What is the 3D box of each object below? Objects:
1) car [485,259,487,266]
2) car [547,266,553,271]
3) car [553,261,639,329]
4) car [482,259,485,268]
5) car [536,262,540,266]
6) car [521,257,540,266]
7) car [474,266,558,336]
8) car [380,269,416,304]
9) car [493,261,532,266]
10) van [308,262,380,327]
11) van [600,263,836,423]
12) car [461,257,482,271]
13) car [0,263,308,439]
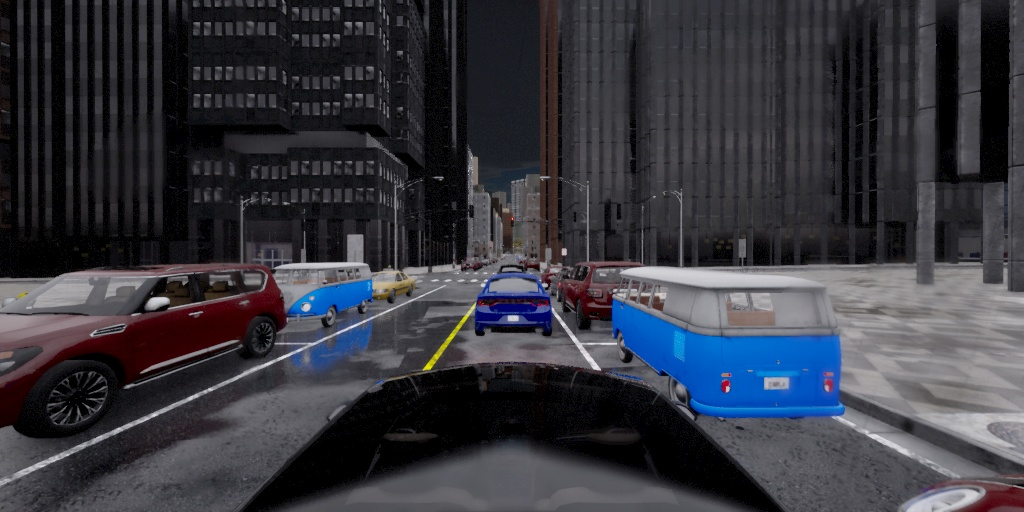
[{"bbox_3d":[-5.771,1.348,60.501,1.948,1.339,4.313,0,0,0],"label":"car"},{"bbox_3d":[2.762,1.301,16.641,2.007,1.370,4.403,0,0,0],"label":"car"},{"bbox_3d":[2.764,1.064,11.115,2.192,1.841,5.009,0,0,0],"label":"car"},{"bbox_3d":[-5.770,1.090,54.858,2.192,1.841,5.009,0,0,0],"label":"car"},{"bbox_3d":[2.760,1.297,22.166,1.888,1.381,4.507,0,0,0],"label":"car"},{"bbox_3d":[2.756,1.084,49.206,2.192,1.841,5.009,0,0,0],"label":"car"},{"bbox_3d":[0.057,1.228,10.403,1.882,1.535,5.008,0,0,1],"label":"car"},{"bbox_3d":[-5.765,1.276,16.481,1.751,1.417,4.829,0,0,0],"label":"car"},{"bbox_3d":[-0.002,1.257,20.774,1.837,1.490,4.892,0,0,0],"label":"car"},{"bbox_3d":[-5.766,1.091,11.127,1.690,1.789,3.998,0,0,0],"label":"van"},{"bbox_3d":[2.766,1.090,5.590,1.690,1.789,3.998,0,0,0],"label":"van"},{"bbox_3d":[-5.769,1.084,49.215,2.192,1.841,5.009,0,0,0],"label":"car"},{"bbox_3d":[-5.766,1.064,5.602,2.192,1.841,5.009,0,0,0],"label":"car"}]
